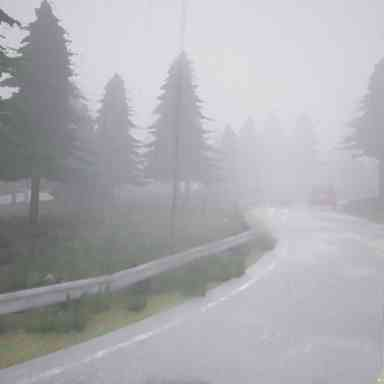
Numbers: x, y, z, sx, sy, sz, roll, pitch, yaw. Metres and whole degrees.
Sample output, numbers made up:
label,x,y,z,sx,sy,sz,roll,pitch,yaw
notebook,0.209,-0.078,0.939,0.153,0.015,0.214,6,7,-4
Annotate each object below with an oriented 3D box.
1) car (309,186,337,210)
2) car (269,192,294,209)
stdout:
label,x,y,z,sx,sy,sz,roll,pitch,yaw
car,11.740,0.444,29.831,2.150,2.045,5.566,1,2,22
car,8.311,0.703,30.565,2.033,1.411,5.357,1,2,21
